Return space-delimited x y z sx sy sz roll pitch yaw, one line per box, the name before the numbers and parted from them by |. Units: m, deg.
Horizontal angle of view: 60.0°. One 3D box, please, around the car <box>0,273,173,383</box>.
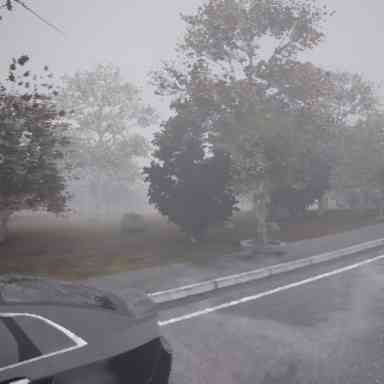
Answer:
car | -2.459 1.519 2.357 4.892 1.490 1.837 0 0 -36
